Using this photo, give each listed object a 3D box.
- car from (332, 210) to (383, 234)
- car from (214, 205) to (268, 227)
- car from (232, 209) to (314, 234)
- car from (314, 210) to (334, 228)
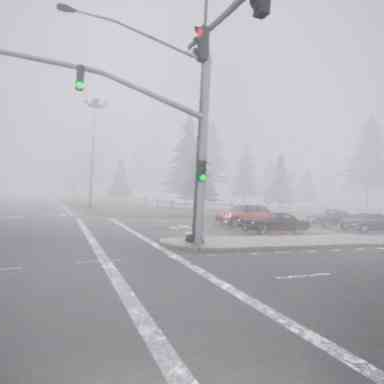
[{"bbox_3d":[13.578,2.361,25.747,4.892,1.490,1.837,3,0,-26],"label":"car"},{"bbox_3d":[3.917,1.725,24.967,4.553,1.767,2.097,3,0,-26],"label":"car"},{"bbox_3d":[5.301,2.019,21.754,4.718,1.301,1.895,3,0,-26],"label":"car"},{"bbox_3d":[12.139,2.299,28.941,4.902,1.511,2.128,3,0,-26],"label":"car"}]
